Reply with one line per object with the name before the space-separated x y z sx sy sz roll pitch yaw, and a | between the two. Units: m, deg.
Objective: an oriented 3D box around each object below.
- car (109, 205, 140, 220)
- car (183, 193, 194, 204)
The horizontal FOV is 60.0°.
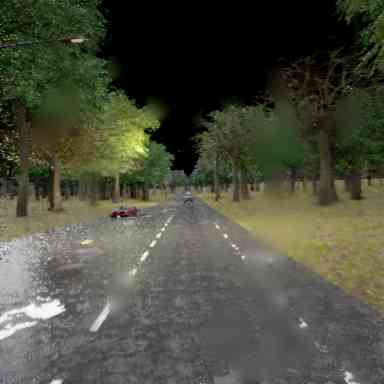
car | -6.557 1.944 32.796 1.895 1.301 4.718 -2 0 5
car | -0.639 1.499 65.837 1.837 1.490 4.892 -2 0 -1
